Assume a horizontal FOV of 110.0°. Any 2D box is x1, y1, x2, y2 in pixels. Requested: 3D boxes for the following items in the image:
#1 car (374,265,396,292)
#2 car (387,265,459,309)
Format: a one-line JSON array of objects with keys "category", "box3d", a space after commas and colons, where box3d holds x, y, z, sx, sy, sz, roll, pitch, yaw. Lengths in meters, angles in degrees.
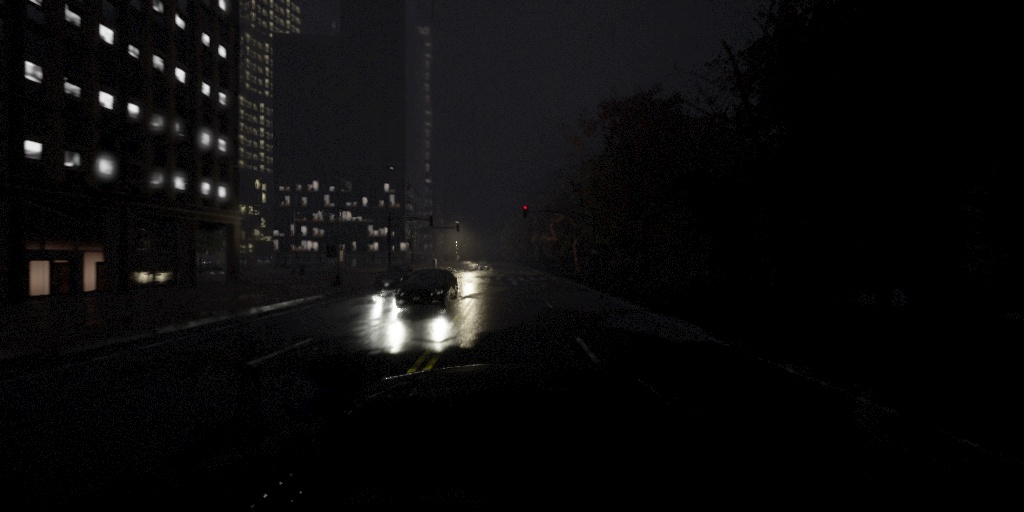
[{"category": "car", "box3d": [-6.795, 1.296, 21.796, 2.128, 1.511, 4.902, 0, 0, -1]}, {"category": "car", "box3d": [-3.448, 1.261, 15.282, 1.882, 1.535, 5.008, 0, 0, -1]}]
